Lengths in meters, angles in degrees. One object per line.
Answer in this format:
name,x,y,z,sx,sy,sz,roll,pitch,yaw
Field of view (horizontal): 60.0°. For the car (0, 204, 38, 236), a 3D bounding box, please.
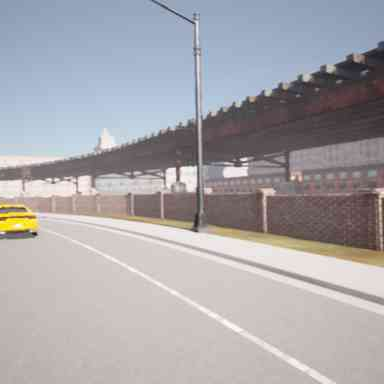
car,-9.272,1.370,16.880,1.882,1.535,5.008,-1,0,-37
